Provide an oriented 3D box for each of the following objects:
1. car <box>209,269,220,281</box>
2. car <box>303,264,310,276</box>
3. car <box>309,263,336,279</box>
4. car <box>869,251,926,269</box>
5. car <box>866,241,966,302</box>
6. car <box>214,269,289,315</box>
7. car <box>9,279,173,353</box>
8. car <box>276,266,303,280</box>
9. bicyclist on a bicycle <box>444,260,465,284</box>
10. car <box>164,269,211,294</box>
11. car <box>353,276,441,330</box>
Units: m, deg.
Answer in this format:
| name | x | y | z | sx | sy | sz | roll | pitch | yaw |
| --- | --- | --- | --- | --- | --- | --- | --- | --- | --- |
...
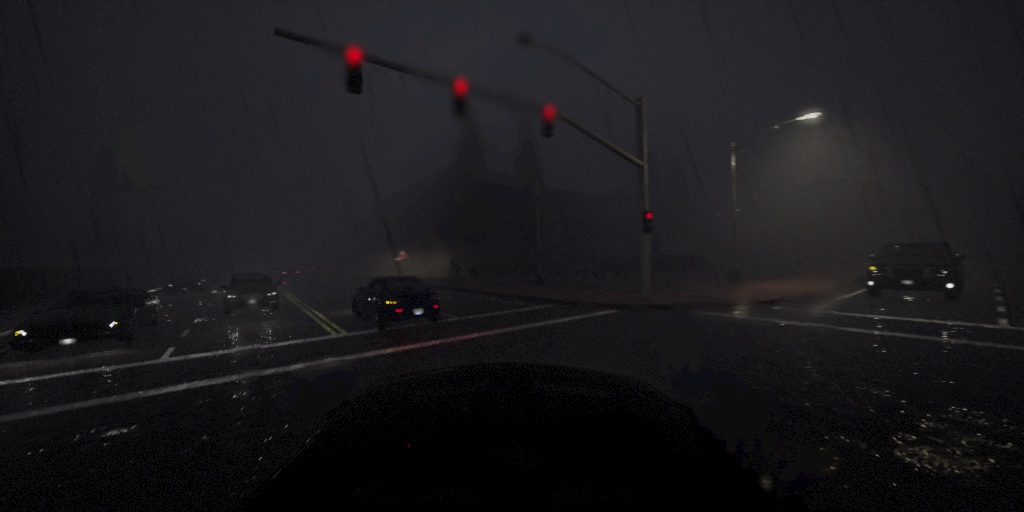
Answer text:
| name | x | y | z | sx | sy | sz | roll | pitch | yaw |
| --- | --- | --- | --- | --- | --- | --- | --- | --- | --- |
| car | -33.338 | 2.184 | 39.619 | 2.128 | 1.511 | 4.902 | -2 | 0 | -37 |
| car | -28.071 | 1.845 | 50.133 | 2.097 | 1.767 | 4.553 | -2 | 0 | -37 |
| car | -22.135 | 1.808 | 42.214 | 1.882 | 1.535 | 5.008 | -2 | 0 | -36 |
| car | 31.354 | 0.322 | 29.323 | 1.895 | 1.301 | 4.718 | -2 | 0 | 31 |
| car | 15.546 | 0.465 | 13.799 | 5.566 | 2.045 | 2.150 | -2 | 0 | -37 |
| car | -11.405 | 1.557 | 15.732 | 2.128 | 1.511 | 4.902 | -2 | 0 | -37 |
| car | -11.889 | 1.640 | 10.485 | 2.033 | 1.411 | 5.357 | -2 | 0 | -36 |
| car | -24.989 | 1.948 | 40.195 | 1.812 | 1.442 | 4.674 | -2 | 0 | -36 |
| bicyclist on a bicycle | -4.011 | 1.117 | 25.027 | 1.656 | 1.620 | 0.582 | -2 | 0 | -37 |
| car | -22.987 | 1.922 | 25.513 | 1.812 | 1.442 | 4.674 | -2 | 0 | -37 |
| car | -3.837 | 1.369 | 11.661 | 1.812 | 1.442 | 4.674 | -2 | 0 | -34 |
